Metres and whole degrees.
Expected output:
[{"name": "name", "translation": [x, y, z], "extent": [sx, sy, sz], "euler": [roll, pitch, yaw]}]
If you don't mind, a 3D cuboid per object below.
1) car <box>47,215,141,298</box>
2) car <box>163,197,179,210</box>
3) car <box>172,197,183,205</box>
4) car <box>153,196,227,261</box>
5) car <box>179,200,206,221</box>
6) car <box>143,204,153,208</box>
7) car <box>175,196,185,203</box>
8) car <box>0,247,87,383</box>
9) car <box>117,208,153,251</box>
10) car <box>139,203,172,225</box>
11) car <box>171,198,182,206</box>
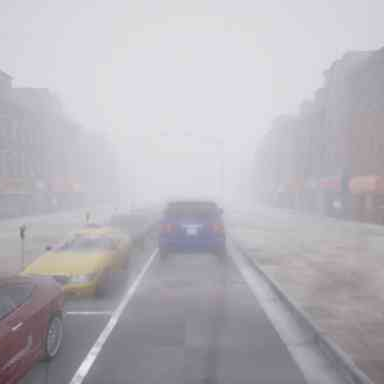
[{"name": "car", "translation": [-2.641, 1.536, 8.579], "extent": [1.752, 1.417, 4.829], "euler": [0, 0, 0]}, {"name": "car", "translation": [-2.757, 1.536, 44.456], "extent": [1.882, 1.535, 5.008], "euler": [0, 0, 0]}, {"name": "car", "translation": [-2.650, 1.648, 63.270], "extent": [1.947, 1.339, 4.313], "euler": [0, 0, 0]}, {"name": "car", "translation": [0.035, 1.239, 12.414], "extent": [2.150, 2.045, 5.566], "euler": [0, 0, 1]}, {"name": "car", "translation": [0.042, 1.529, 28.527], "extent": [2.128, 1.511, 4.902], "euler": [0, 0, 1]}, {"name": "car", "translation": [-2.643, 1.591, 19.653], "extent": [1.947, 1.339, 4.313], "euler": [0, 0, 0]}, {"name": "car", "translation": [-2.652, 1.662, 74.174], "extent": [1.947, 1.339, 4.313], "euler": [0, 0, 0]}, {"name": "car", "translation": [-2.640, 1.586, 3.297], "extent": [1.802, 1.307, 4.206], "euler": [0, 0, 0]}, {"name": "car", "translation": [-2.642, 1.584, 14.201], "extent": [1.947, 1.339, 4.313], "euler": [0, 0, 0]}, {"name": "car", "translation": [-2.644, 1.583, 25.105], "extent": [2.008, 1.369, 4.403], "euler": [0, 0, 0]}, {"name": "car", "translation": [-2.649, 1.658, 57.818], "extent": [1.802, 1.307, 4.206], "euler": [0, 0, 0]}]
